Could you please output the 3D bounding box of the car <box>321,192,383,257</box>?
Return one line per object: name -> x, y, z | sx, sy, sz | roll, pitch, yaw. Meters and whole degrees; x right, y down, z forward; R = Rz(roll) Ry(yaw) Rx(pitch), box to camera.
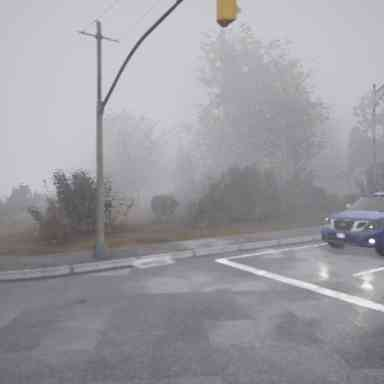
car -> 7.338, 1.021, 12.351 | 5.566, 2.045, 2.150 | -2, 1, -29
